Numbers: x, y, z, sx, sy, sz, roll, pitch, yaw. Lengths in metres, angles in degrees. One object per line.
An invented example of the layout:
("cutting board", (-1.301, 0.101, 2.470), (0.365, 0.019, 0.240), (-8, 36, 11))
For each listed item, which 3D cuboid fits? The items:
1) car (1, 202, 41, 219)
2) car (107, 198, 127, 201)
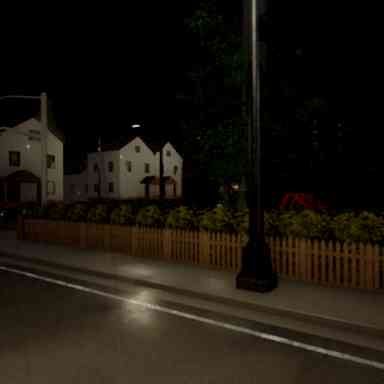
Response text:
("car", (-14.739, 1.681, 30.436), (2.128, 1.511, 4.902), (0, 0, 35))
("car", (-9.090, 1.542, 38.605), (2.097, 1.767, 4.553), (0, 0, 35))
